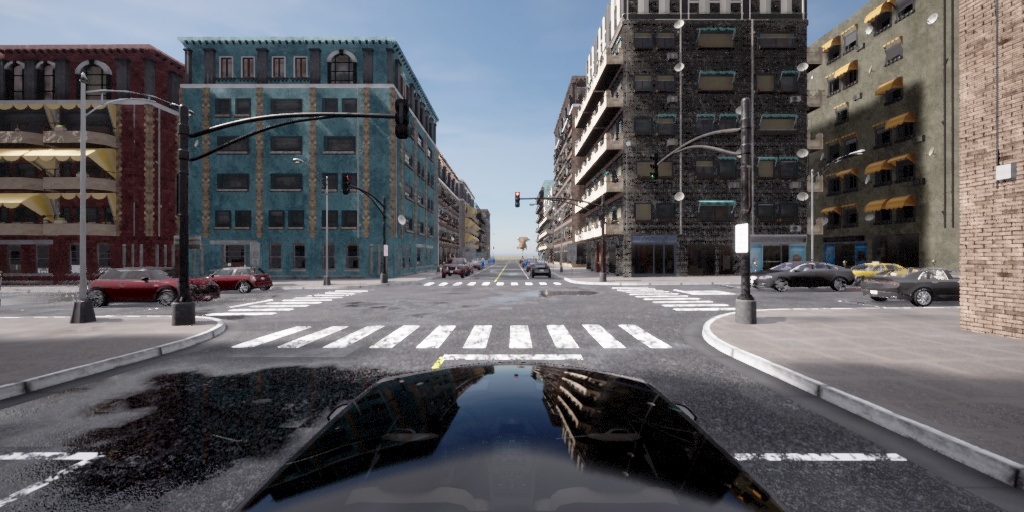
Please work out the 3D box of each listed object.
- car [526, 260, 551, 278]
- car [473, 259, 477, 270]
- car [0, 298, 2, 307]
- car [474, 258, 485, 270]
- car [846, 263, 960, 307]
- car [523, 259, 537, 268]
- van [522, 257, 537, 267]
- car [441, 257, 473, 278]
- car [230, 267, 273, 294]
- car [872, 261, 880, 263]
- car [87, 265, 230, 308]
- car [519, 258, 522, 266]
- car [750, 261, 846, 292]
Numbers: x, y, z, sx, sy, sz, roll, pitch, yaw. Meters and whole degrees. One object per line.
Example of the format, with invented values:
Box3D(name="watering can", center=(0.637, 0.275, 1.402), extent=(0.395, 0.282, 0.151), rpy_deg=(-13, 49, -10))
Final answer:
Box3D(name="car", center=(2.638, 1.311, 33.621), extent=(1.948, 1.339, 4.313), rpy_deg=(0, 0, 0))
Box3D(name="car", center=(-5.229, 1.289, 39.191), extent=(1.888, 1.381, 4.507), rpy_deg=(0, 0, 0))
Box3D(name="car", center=(-22.467, 1.443, 13.682), extent=(4.097, 1.591, 1.967), rpy_deg=(0, 0, 1))
Box3D(name="car", center=(-5.202, 1.283, 50.295), extent=(1.888, 1.381, 4.507), rpy_deg=(0, 0, 0))
Box3D(name="car", center=(15.627, 1.082, 13.298), extent=(4.403, 1.370, 2.007), rpy_deg=(0, 0, 1))
Box3D(name="car", center=(2.665, 1.323, 44.725), extent=(1.802, 1.307, 4.207), rpy_deg=(0, 0, 0))
Box3D(name="van", center=(2.678, 1.078, 50.277), extent=(1.690, 1.789, 3.998), rpy_deg=(0, 0, 0))
Box3D(name="car", center=(-5.242, 1.060, 33.639), extent=(2.192, 1.841, 5.009), rpy_deg=(0, 0, 0))
Box3D(name="car", center=(-16.861, 1.388, 21.515), extent=(4.097, 1.591, 1.967), rpy_deg=(0, 0, 1))
Box3D(name="car", center=(21.177, 1.000, 21.123), extent=(4.829, 1.417, 1.751), rpy_deg=(0, 0, 1))
Box3D(name="car", center=(-15.873, 1.279, 16.078), extent=(4.553, 1.767, 2.097), rpy_deg=(-1, 0, 1))
Box3D(name="car", center=(2.705, 1.171, 61.381), extent=(1.967, 1.591, 4.097), rpy_deg=(0, 0, 0))
Box3D(name="car", center=(14.929, 1.041, 18.723), extent=(4.902, 1.511, 2.128), rpy_deg=(-1, 0, 1))
